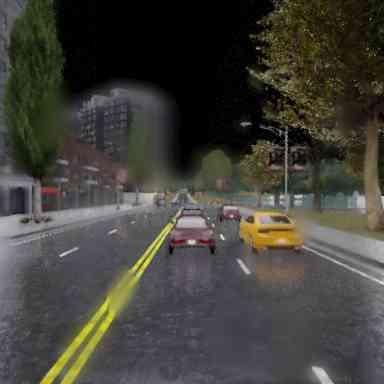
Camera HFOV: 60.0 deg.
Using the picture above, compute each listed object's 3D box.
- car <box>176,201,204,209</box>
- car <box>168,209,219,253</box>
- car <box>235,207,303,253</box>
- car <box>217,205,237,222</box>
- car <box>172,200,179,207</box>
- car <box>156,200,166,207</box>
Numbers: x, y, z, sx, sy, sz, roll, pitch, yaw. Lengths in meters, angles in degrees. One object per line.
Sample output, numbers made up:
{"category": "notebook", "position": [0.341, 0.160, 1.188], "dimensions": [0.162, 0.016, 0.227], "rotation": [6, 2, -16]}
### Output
{"category": "car", "position": [-0.010, 1.796, 29.291], "dimensions": [2.128, 1.511, 4.902], "rotation": [0, -1, 0]}
{"category": "car", "position": [-0.002, 1.666, 14.367], "dimensions": [1.812, 1.442, 4.674], "rotation": [0, 0, 0]}
{"category": "car", "position": [3.248, 1.619, 14.478], "dimensions": [1.882, 1.535, 5.008], "rotation": [0, 0, 0]}
{"category": "car", "position": [3.241, 1.831, 29.406], "dimensions": [1.812, 1.442, 4.674], "rotation": [0, -1, 0]}
{"category": "car", "position": [-3.284, 2.453, 70.979], "dimensions": [2.033, 1.411, 5.357], "rotation": [0, -1, 0]}
{"category": "car", "position": [-6.534, 2.413, 70.978], "dimensions": [1.837, 1.490, 4.892], "rotation": [0, -1, 0]}
